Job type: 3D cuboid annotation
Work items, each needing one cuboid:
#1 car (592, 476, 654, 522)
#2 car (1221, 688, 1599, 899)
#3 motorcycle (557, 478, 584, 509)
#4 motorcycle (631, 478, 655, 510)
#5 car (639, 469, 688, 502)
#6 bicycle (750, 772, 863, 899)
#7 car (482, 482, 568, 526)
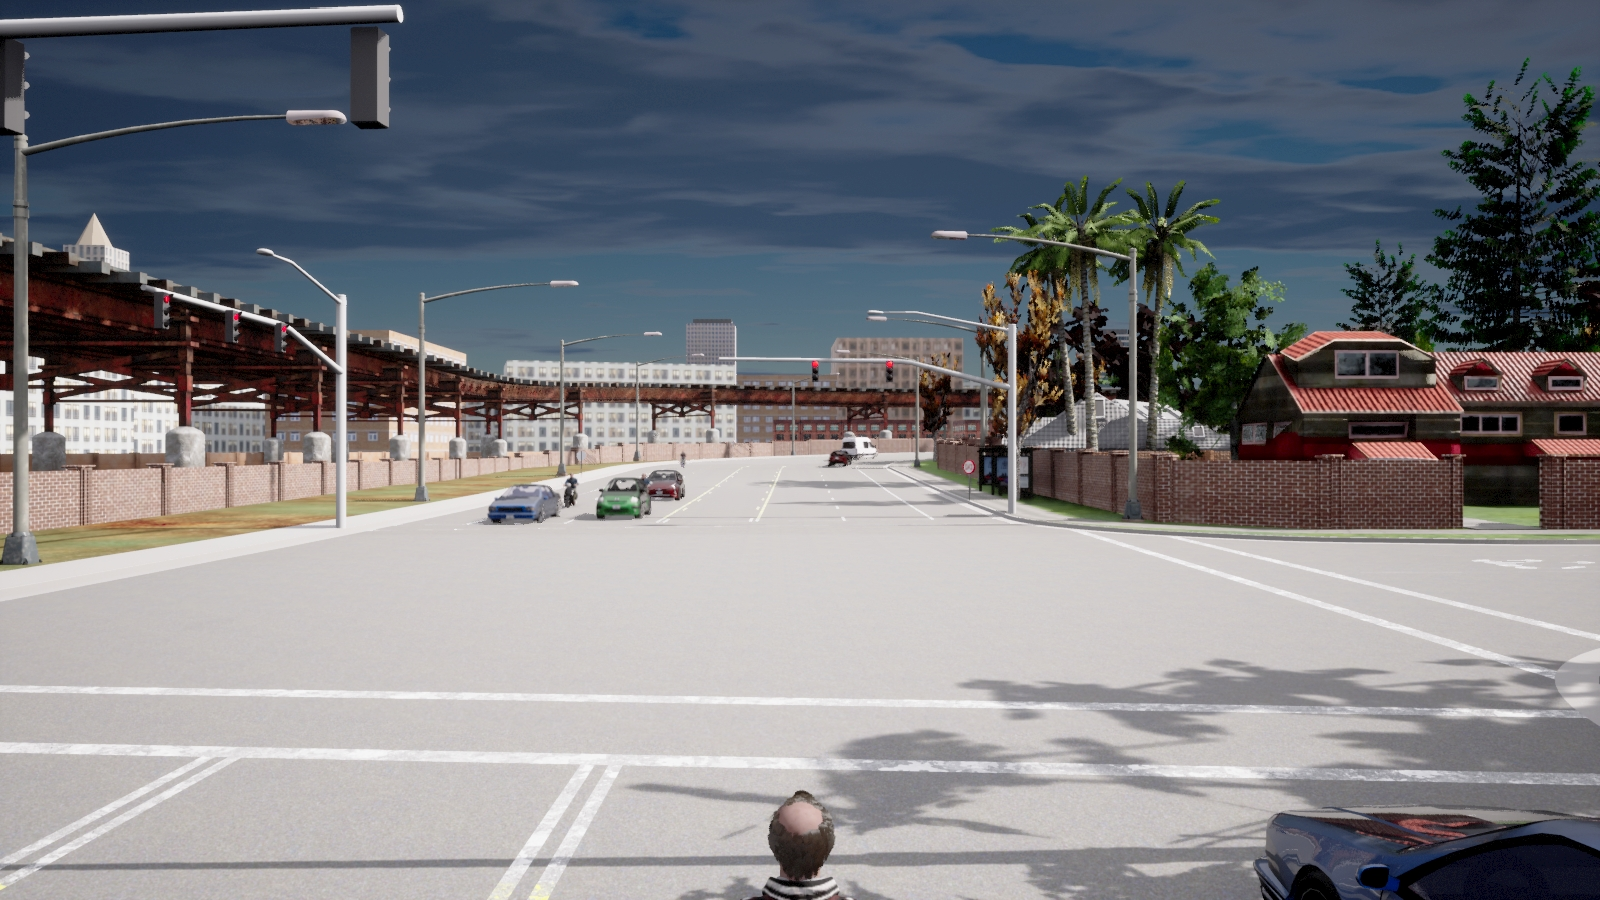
[{"bbox_3d":[-7.023,1.917,45.680,1.851,1.617,3.988,0,0,0],"label":"car"},{"bbox_3d":[3.467,2.106,4.038,2.033,1.411,5.357,0,0,1],"label":"car"},{"bbox_3d":[-10.501,1.979,52.426,0.856,1.341,1.805,0,1,0],"label":"motorcycle"},{"bbox_3d":[-7.048,1.986,51.420,0.856,1.341,1.805,0,1,0],"label":"motorcycle"},{"bbox_3d":[-7.040,1.805,59.433,2.007,1.525,4.514,0,1,0],"label":"car"},{"bbox_3d":[0.019,2.048,3.681,0.329,1.496,1.835,0,0,0],"label":"bicycle"},{"bbox_3d":[-10.527,2.036,44.169,2.033,1.411,5.357,0,0,0],"label":"car"}]
